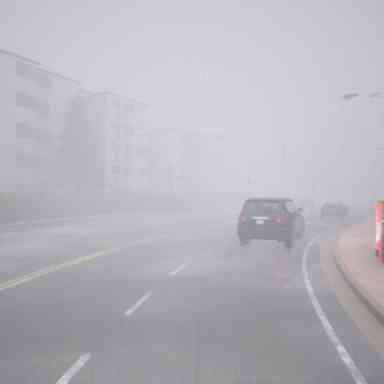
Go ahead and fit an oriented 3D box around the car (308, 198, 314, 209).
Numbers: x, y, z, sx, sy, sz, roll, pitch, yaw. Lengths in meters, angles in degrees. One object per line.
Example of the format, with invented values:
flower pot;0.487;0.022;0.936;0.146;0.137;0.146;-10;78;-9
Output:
car;16.814;1.679;49.437;1.837;1.490;4.892;1;-1;33

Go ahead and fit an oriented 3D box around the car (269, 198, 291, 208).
car;13.516;1.705;50.796;1.994;1.385;4.181;1;0;33

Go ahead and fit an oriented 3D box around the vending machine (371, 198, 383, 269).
vending machine;6.209;1.256;10.199;1.100;2.100;0.880;1;0;19

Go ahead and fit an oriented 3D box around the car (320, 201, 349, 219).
car;13.263;1.624;30.829;2.128;1.511;4.902;1;0;33

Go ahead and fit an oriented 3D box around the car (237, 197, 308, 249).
car;3.757;1.261;15.269;2.150;2.045;5.566;0;0;25
